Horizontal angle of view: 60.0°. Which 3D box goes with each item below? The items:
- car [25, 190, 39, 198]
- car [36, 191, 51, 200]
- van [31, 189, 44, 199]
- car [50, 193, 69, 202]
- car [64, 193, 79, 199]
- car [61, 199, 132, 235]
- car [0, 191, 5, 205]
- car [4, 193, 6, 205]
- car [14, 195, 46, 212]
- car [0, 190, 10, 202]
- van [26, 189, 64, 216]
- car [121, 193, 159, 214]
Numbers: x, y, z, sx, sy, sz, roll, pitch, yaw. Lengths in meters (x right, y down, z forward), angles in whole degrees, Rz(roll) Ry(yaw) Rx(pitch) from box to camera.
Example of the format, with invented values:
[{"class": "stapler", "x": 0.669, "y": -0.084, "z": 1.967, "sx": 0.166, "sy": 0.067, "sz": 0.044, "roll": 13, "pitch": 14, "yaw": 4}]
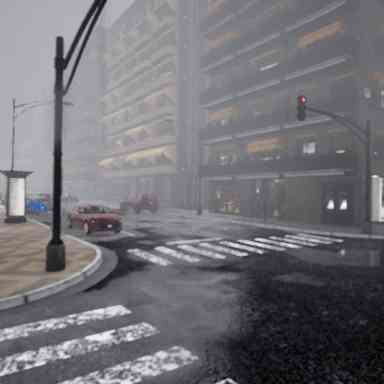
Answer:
[{"class": "car", "x": -34.876, "y": 0.387, "z": 72.414, "sx": 1.967, "sy": 1.590, "sz": 4.097, "roll": 2, "pitch": 0, "yaw": -36}, {"class": "car", "x": -28.332, "y": 0.645, "z": 63.397, "sx": 1.752, "sy": 1.417, "sz": 4.829, "roll": 2, "pitch": 0, "yaw": -36}, {"class": "van", "x": -31.549, "y": 0.376, "z": 67.837, "sx": 1.690, "sy": 1.788, "sz": 3.998, "roll": 2, "pitch": 0, "yaw": -36}, {"class": "car", "x": -21.585, "y": 0.863, "z": 54.104, "sx": 1.947, "sy": 1.339, "sz": 4.313, "roll": 2, "pitch": 0, "yaw": -36}, {"class": "car", "x": -18.258, "y": 0.825, "z": 49.528, "sx": 1.967, "sy": 1.590, "sz": 4.097, "roll": 2, "pitch": 0, "yaw": -36}, {"class": "car", "x": -5.095, "y": 1.307, "z": 17.133, "sx": 1.887, "sy": 1.381, "sz": 4.507, "roll": 2, "pitch": -1, "yaw": -36}, {"class": "car", "x": -21.612, "y": 0.852, "z": 39.882, "sx": 1.752, "sy": 1.417, "sz": 4.829, "roll": 2, "pitch": -1, "yaw": -36}, {"class": "car", "x": -18.389, "y": 0.956, "z": 35.442, "sx": 1.887, "sy": 1.381, "sz": 4.507, "roll": 2, "pitch": -1, "yaw": -36}, {"class": "car", "x": -15.065, "y": 1.044, "z": 30.865, "sx": 1.887, "sy": 1.381, "sz": 4.507, "roll": 2, "pitch": -1, "yaw": -36}, {"class": "car", "x": -28.356, "y": 0.589, "z": 49.174, "sx": 1.967, "sy": 1.590, "sz": 4.097, "roll": 2, "pitch": -1, "yaw": -36}, {"class": "van", "x": -11.734, "y": 0.928, "z": 26.289, "sx": 1.690, "sy": 1.788, "sz": 3.998, "roll": 2, "pitch": -1, "yaw": -36}, {"class": "car", "x": -4.959, "y": 1.050, "z": 31.219, "sx": 2.192, "sy": 1.841, "sz": 5.009, "roll": 2, "pitch": 0, "yaw": -36}]
